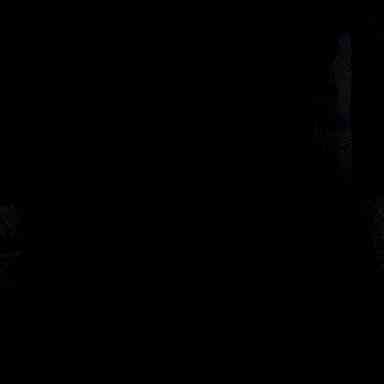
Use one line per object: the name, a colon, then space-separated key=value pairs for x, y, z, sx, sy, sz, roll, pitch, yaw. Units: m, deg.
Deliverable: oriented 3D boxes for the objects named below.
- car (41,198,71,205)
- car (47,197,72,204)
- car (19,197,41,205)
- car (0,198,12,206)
car: x=-21.786 y=1.555 z=54.714 sx=1.947 sy=1.339 sz=4.313 roll=-1 pitch=0 yaw=35
car: x=-25.593 y=1.672 z=64.203 sx=1.802 sy=1.307 sz=4.206 roll=-1 pitch=0 yaw=35
car: x=-28.800 y=1.544 z=59.563 sx=1.967 sy=1.590 sz=4.097 roll=-1 pitch=0 yaw=35
car: x=-32.002 y=1.701 z=54.922 sx=1.802 sy=1.307 sz=4.206 roll=-1 pitch=0 yaw=35
